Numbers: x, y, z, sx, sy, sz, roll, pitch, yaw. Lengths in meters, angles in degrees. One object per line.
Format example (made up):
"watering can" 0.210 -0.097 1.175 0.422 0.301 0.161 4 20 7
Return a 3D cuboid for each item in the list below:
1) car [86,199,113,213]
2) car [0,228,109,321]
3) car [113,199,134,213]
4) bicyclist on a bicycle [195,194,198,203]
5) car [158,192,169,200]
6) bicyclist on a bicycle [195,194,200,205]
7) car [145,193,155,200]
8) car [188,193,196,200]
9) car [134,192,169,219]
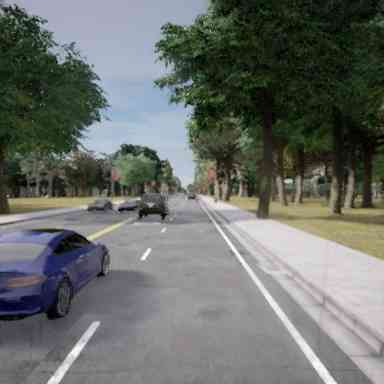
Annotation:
"car" -9.853 1.465 36.258 2.033 1.411 5.357 0 0 0
"car" -3.154 1.506 7.157 1.812 1.442 4.674 0 0 0
"car" -6.604 1.466 35.844 2.033 1.411 5.357 0 0 0
"bicyclist on a bicycle" 0.881 1.240 63.174 0.659 1.776 1.843 0 0 0
"car" -6.514 1.006 77.324 2.097 1.767 4.553 0 0 0
"bicyclist on a bicycle" 0.884 1.321 54.863 0.866 1.612 1.509 0 0 0
"car" -9.764 1.105 77.710 1.882 1.535 5.008 0 0 0
"car" -0.015 1.117 81.483 2.097 1.767 4.553 0 0 0
"car" -3.166 1.154 28.060 2.150 2.045 5.566 0 0 0
